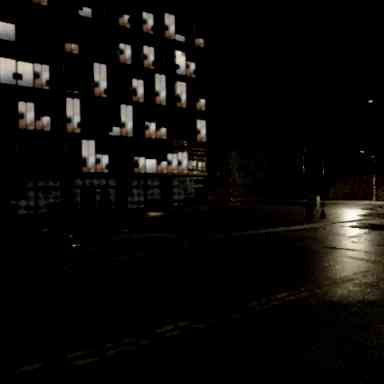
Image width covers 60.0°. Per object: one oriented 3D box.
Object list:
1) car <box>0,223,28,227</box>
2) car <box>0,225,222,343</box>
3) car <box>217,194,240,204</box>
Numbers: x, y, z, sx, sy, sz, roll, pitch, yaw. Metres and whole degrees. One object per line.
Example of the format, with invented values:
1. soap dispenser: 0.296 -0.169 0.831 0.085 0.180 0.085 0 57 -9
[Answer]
1. car: -5.068 1.522 8.054 4.674 1.442 1.812 -1 0 -36
2. car: -1.647 1.472 6.503 4.902 1.511 2.128 -1 0 -35
3. car: 6.362 1.120 58.472 2.097 1.767 4.553 -2 1 -33
